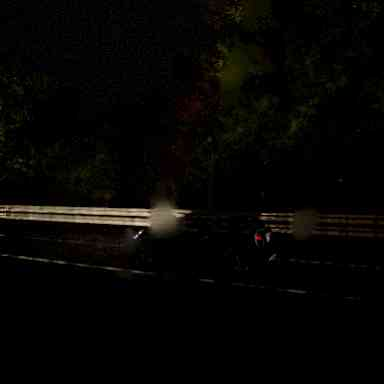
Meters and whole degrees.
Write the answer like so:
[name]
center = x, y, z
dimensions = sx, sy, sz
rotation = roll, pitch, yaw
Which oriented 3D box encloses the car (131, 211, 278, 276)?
[car]
center = 0.308, 1.380, 10.589
dimensions = 4.553, 1.767, 2.097
rotation = 0, 0, 25
